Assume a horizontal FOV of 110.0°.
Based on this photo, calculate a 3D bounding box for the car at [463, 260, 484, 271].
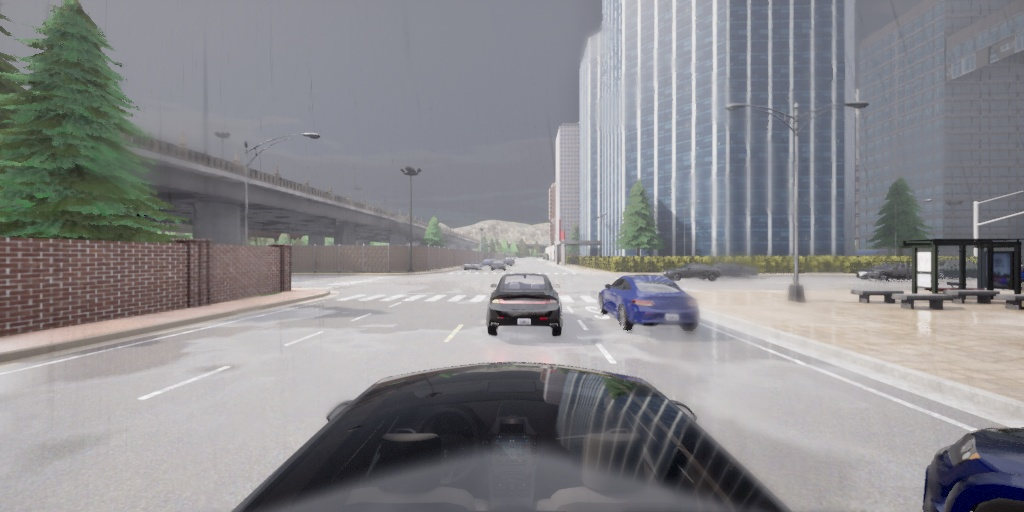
[{"bbox_3d":[-5.289,1.350,48.043,1.895,1.301,4.718,0,0,2],"label":"car"}]

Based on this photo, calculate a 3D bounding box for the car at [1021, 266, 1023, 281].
[{"bbox_3d":[34.927,1.026,21.855,5.566,2.045,2.150,0,0,2],"label":"car"}]

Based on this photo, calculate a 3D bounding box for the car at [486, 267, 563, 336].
[{"bbox_3d":[0.372,1.241,10.369,2.128,1.511,4.902,0,0,2],"label":"car"}]

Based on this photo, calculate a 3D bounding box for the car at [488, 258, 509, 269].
[{"bbox_3d":[-1.789,1.274,47.943,1.812,1.442,4.674,0,0,2],"label":"car"}]

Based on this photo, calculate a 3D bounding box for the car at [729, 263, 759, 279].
[{"bbox_3d":[19.708,1.352,33.192,5.357,1.411,2.033,0,0,2],"label":"car"}]

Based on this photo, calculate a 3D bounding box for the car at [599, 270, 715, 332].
[{"bbox_3d":[3.890,1.275,10.761,1.812,1.442,4.674,0,0,3],"label":"car"}]

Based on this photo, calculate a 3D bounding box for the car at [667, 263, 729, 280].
[{"bbox_3d":[14.954,1.331,29.875,4.674,1.442,1.812,0,0,3],"label":"car"}]

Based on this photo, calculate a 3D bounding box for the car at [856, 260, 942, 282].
[{"bbox_3d":[31.048,1.296,29.208,4.902,1.511,2.128,0,0,3],"label":"car"}]

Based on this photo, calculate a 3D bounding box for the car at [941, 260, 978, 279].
[{"bbox_3d":[39.040,1.156,32.346,4.553,1.767,2.097,0,0,3],"label":"car"}]

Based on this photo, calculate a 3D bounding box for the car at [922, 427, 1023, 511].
[{"bbox_3d":[3.758,1.314,0.608,1.994,1.385,4.181,0,0,-1],"label":"car"}]
